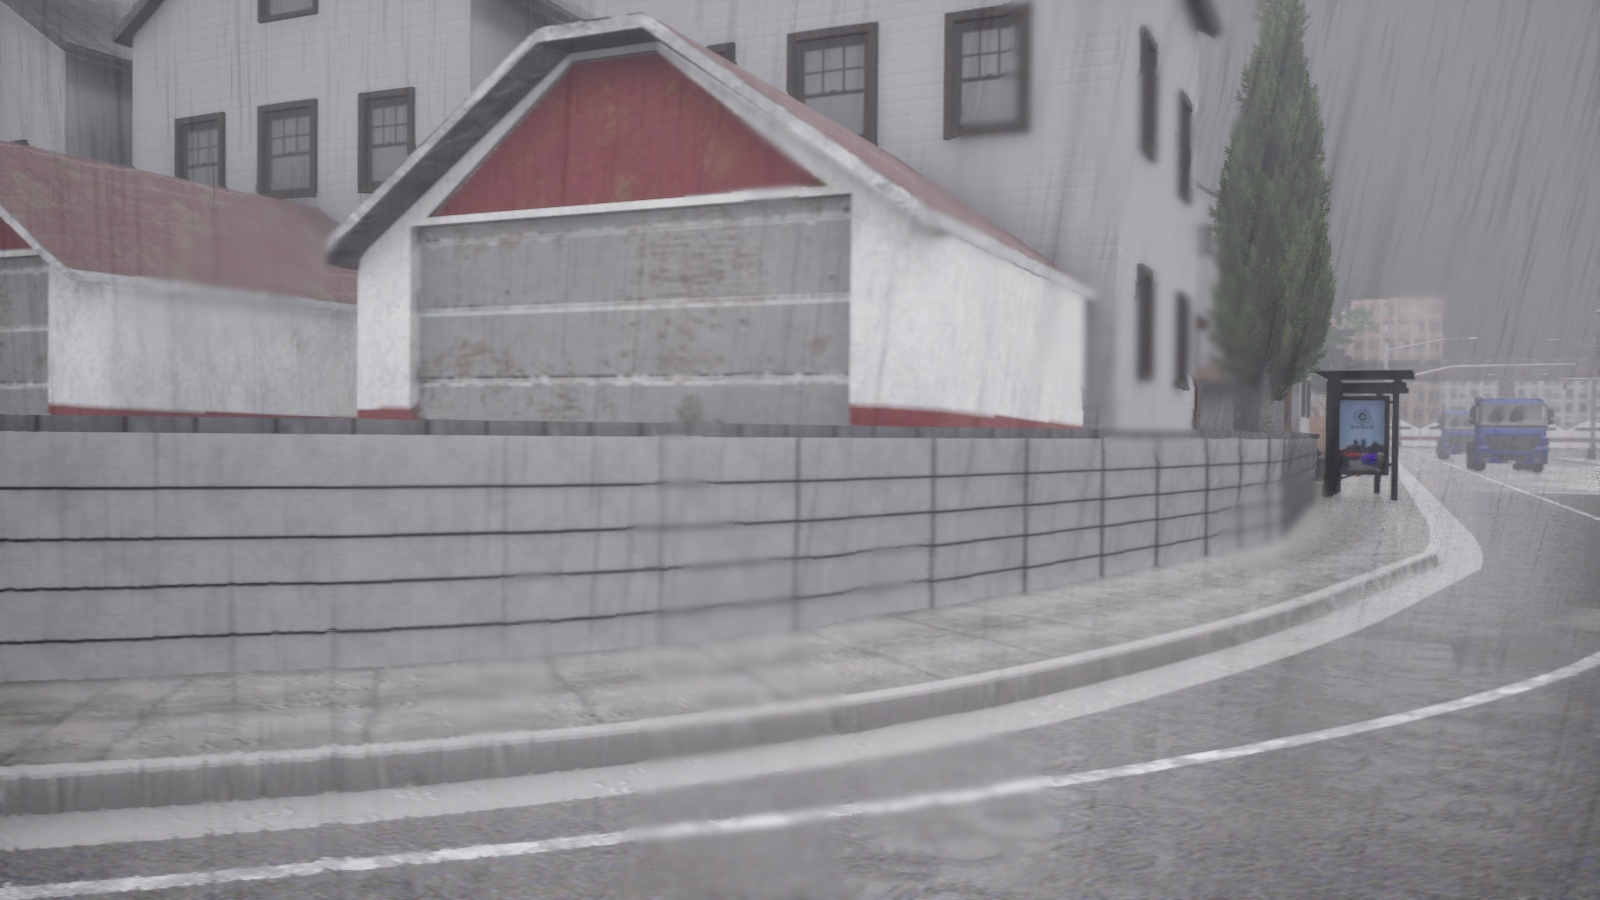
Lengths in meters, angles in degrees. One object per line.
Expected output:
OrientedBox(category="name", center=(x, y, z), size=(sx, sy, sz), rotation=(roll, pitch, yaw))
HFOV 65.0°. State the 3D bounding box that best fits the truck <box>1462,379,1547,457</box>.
OrientedBox(category="truck", center=(33.560, -1.497, 60.066), size=(2.891, 3.462, 7.936), rotation=(0, 1, 24))
